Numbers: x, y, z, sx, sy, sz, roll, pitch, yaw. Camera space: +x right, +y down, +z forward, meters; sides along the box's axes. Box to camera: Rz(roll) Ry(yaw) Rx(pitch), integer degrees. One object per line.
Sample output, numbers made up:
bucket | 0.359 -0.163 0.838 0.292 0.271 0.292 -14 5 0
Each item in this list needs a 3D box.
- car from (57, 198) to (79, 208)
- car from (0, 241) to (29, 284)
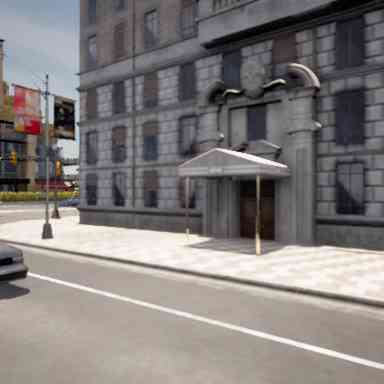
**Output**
car | -16.999 1.537 47.230 1.812 1.442 4.674 0 0 36
car | -6.249 1.550 8.333 5.357 1.411 2.033 0 0 35
